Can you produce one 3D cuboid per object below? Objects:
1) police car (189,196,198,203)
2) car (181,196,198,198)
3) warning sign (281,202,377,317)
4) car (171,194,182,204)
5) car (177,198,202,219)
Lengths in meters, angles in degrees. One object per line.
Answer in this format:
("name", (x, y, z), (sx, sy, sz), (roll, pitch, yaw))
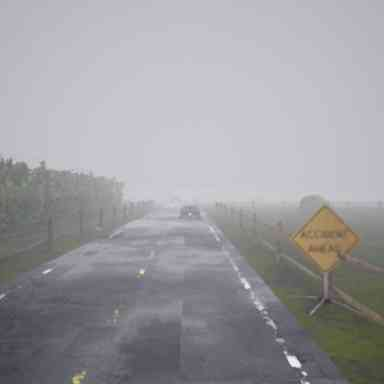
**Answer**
("police car", (0.390, 1.694, 76.133), (1.930, 1.638, 5.238), (0, 0, 0))
("car", (-0.276, 1.697, 46.316), (1.812, 1.442, 4.674), (0, 0, 0))
("warning sign", (2.413, 1.132, 6.041), (1.300, 1.860, 1.060), (0, 0, 0))
("car", (-3.281, 1.458, 70.711), (2.150, 2.045, 5.566), (0, 0, 0))
("car", (-0.158, 1.623, 30.781), (1.837, 1.490, 4.892), (0, 0, 0))
